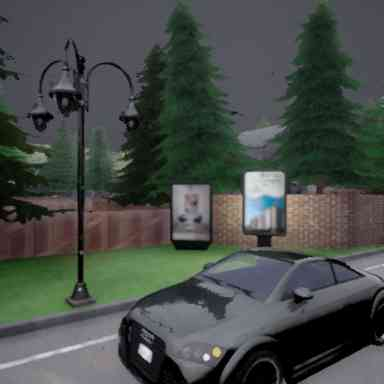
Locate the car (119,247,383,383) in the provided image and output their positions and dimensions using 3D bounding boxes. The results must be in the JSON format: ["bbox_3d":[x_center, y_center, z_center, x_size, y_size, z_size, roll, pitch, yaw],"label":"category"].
[{"bbox_3d":[1.108,1.562,4.785,4.181,1.385,1.994,0,0,-36],"label":"car"}]
